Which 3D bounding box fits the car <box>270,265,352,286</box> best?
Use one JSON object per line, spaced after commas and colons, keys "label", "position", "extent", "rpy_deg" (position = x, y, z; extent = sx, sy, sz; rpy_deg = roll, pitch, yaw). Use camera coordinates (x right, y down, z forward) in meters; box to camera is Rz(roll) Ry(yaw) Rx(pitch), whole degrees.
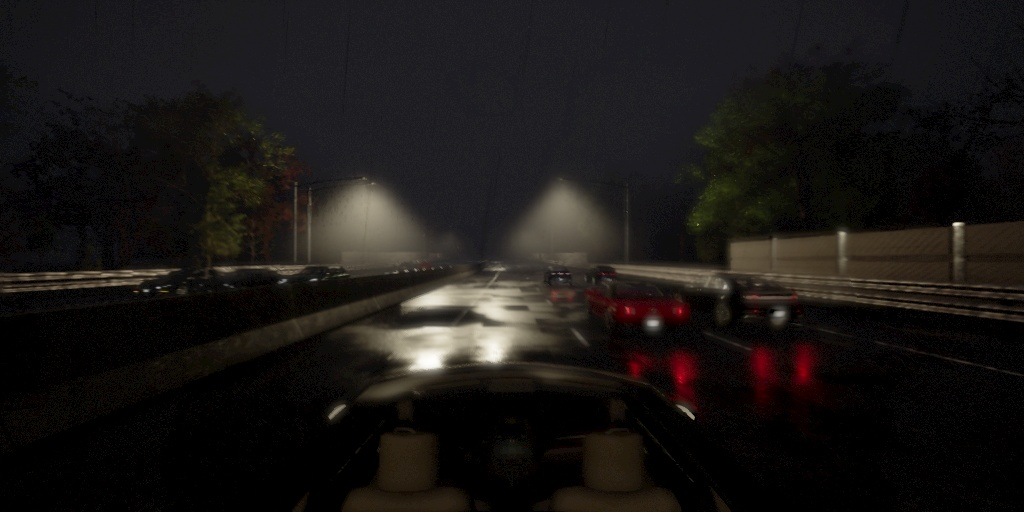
{"label": "car", "position": [-10.604, 1.300, 19.728], "extent": [2.097, 1.767, 4.553], "rpy_deg": [0, -1, 0]}

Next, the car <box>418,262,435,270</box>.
{"label": "car", "position": [-14.325, 1.796, 60.259], "extent": [1.882, 1.535, 5.008], "rpy_deg": [0, 0, 0]}

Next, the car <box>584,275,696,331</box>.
{"label": "car", "position": [3.596, 1.457, 11.356], "extent": [1.895, 1.301, 4.718], "rpy_deg": [0, -1, 0]}

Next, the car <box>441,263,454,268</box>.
{"label": "car", "position": [-10.824, 1.922, 60.698], "extent": [1.895, 1.301, 4.718], "rpy_deg": [0, 0, 0]}

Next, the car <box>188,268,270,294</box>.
{"label": "car", "position": [-14.105, 1.421, 19.274], "extent": [1.882, 1.535, 5.008], "rpy_deg": [0, -1, 0]}

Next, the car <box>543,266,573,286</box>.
{"label": "car", "position": [3.589, 1.534, 28.426], "extent": [2.128, 1.511, 4.902], "rpy_deg": [0, -1, 0]}

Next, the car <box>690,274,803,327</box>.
{"label": "car", "position": [7.095, 1.354, 11.941], "extent": [2.128, 1.511, 4.902], "rpy_deg": [0, -1, 0]}

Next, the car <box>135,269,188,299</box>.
{"label": "car", "position": [-17.604, 1.453, 19.676], "extent": [1.837, 1.490, 4.892], "rpy_deg": [0, -1, 0]}

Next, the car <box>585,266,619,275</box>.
{"label": "car", "position": [7.090, 1.548, 28.529], "extent": [1.837, 1.490, 4.892], "rpy_deg": [0, -1, 0]}

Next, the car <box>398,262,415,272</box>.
{"label": "car", "position": [-17.827, 1.821, 60.548], "extent": [1.837, 1.490, 4.892], "rpy_deg": [0, 0, 0]}
